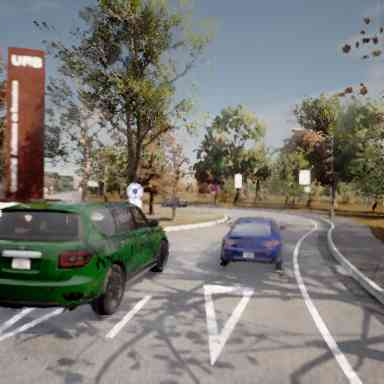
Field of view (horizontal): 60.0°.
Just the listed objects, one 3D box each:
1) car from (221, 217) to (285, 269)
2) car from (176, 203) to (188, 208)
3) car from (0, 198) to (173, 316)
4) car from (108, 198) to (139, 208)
[{"bbox_3d":[2.156,1.569,11.342,1.812,1.442,4.674,0,0,15],"label":"car"},{"bbox_3d":[-2.747,1.719,51.406,4.181,1.385,1.994,0,0,29],"label":"car"},{"bbox_3d":[-2.165,1.217,7.778,2.150,2.045,5.566,0,0,10],"label":"car"},{"bbox_3d":[-10.430,1.654,50.772,4.181,1.385,1.994,0,0,8],"label":"car"}]
